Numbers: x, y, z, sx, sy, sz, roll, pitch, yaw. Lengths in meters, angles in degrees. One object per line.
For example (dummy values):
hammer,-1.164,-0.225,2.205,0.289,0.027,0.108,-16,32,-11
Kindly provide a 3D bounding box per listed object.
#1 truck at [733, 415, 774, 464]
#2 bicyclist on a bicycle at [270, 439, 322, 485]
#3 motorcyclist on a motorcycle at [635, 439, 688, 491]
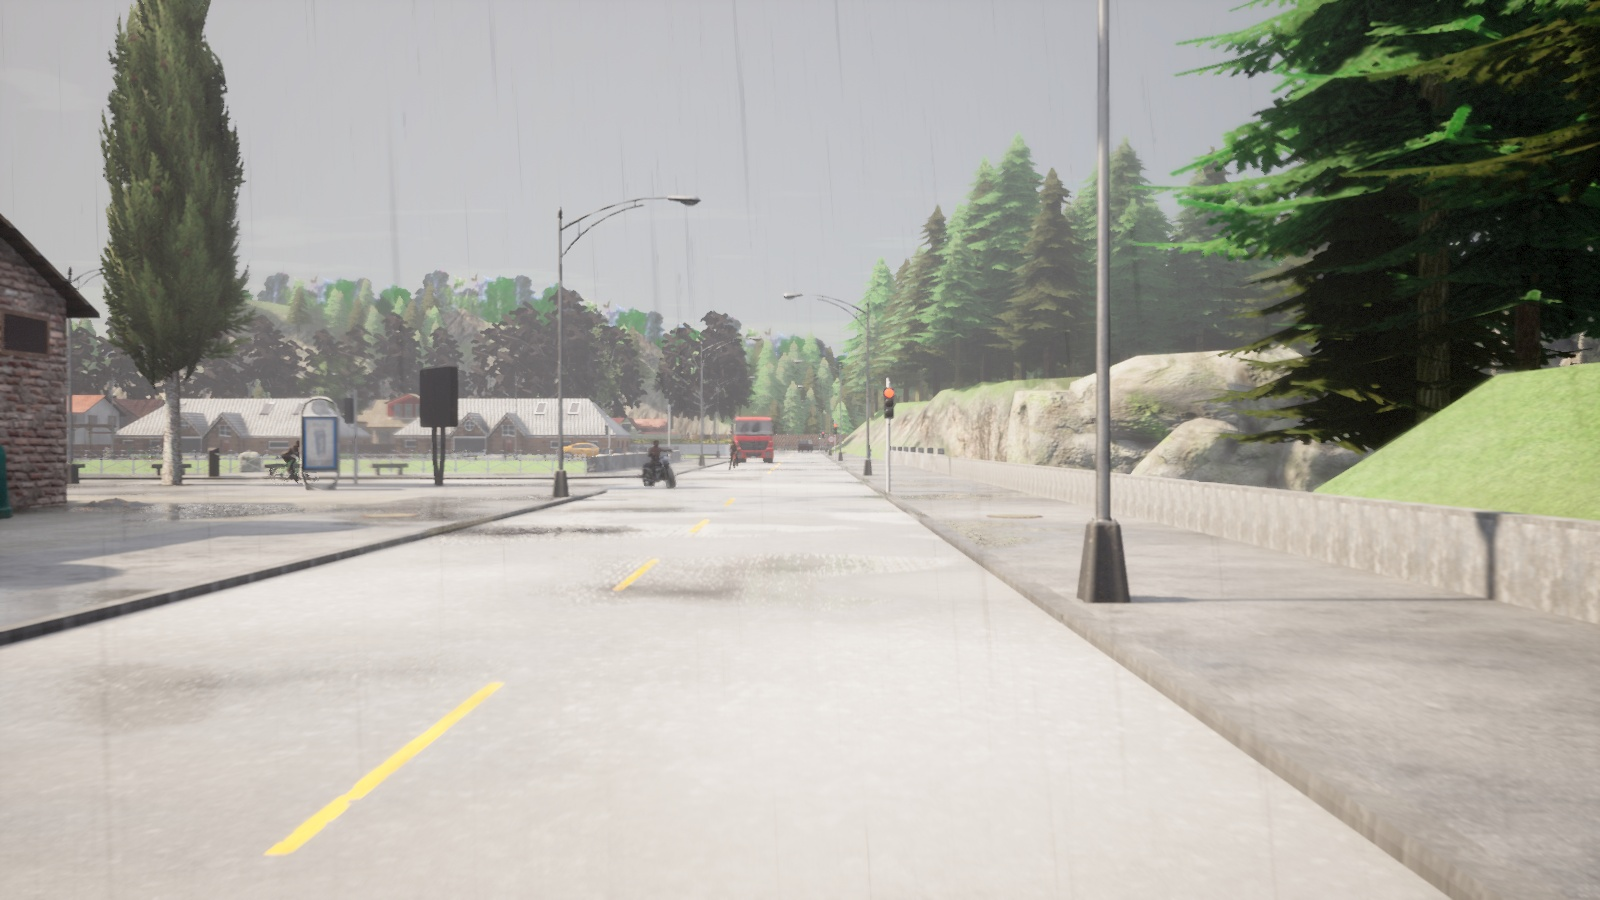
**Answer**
truck,-3.404,-0.765,93.610,2.891,3.462,7.936,0,0,-1
bicyclist on a bicycle,-18.177,0.429,45.313,1.656,1.620,0.582,0,0,0
motorcyclist on a motorcycle,-4.575,0.459,41.410,0.766,1.649,2.350,-2,2,-31
